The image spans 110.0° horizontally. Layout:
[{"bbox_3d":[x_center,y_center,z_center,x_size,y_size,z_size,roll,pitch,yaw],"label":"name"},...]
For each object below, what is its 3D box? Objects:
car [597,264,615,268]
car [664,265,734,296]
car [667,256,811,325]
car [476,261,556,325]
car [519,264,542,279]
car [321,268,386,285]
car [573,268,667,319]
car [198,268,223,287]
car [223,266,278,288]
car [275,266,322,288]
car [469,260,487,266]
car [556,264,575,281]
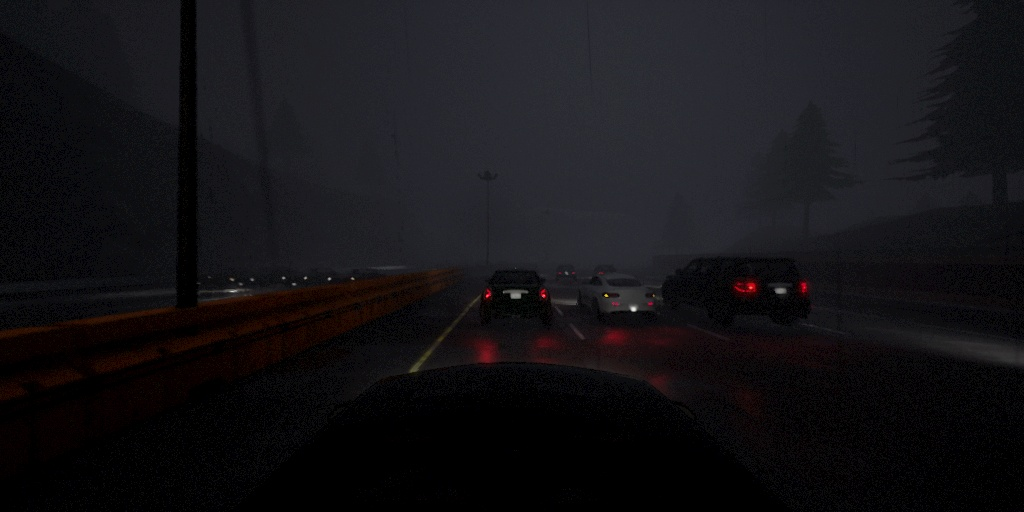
[{"bbox_3d":[8.423,1.472,32.482,2.033,1.411,5.357,0,0,8],"label":"car"},{"bbox_3d":[10.893,1.367,21.382,1.837,1.490,4.892,0,0,3],"label":"car"},{"bbox_3d":[7.119,1.030,12.158,2.150,2.045,5.566,0,0,0],"label":"car"},{"bbox_3d":[0.119,1.160,12.243,2.097,1.767,4.553,0,0,0],"label":"car"},{"bbox_3d":[1.938,1.546,36.321,1.895,1.301,4.718,0,0,9],"label":"car"},{"bbox_3d":[-10.186,1.474,23.767,1.895,1.301,4.718,0,0,4],"label":"car"},{"bbox_3d":[3.619,1.339,12.952,1.812,1.442,4.674,0,0,0],"label":"car"},{"bbox_3d":[-20.559,1.485,25.908,1.895,1.301,4.718,0,0,4],"label":"car"},{"bbox_3d":[-17.096,1.430,25.497,2.033,1.411,5.357,0,0,4],"label":"car"},{"bbox_3d":[-13.621,1.480,24.838,1.895,1.301,4.718,0,0,4],"label":"car"},{"bbox_3d":[-5.393,1.458,65.086,2.097,1.767,4.553,0,0,19],"label":"car"},{"bbox_3d":[4.894,1.471,32.491,2.033,1.411,5.357,0,0,8],"label":"car"}]
